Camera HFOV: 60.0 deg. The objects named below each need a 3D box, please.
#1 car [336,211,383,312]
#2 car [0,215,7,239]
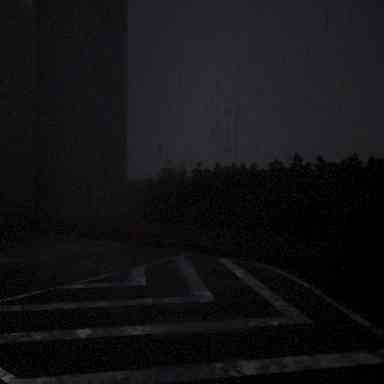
[{"bbox_3d":[4.374,1.382,6.752,1.905,1.878,3.866,0,0,5],"label":"car"},{"bbox_3d":[-10.617,1.495,14.789,1.851,1.617,3.988,0,0,36],"label":"car"}]
